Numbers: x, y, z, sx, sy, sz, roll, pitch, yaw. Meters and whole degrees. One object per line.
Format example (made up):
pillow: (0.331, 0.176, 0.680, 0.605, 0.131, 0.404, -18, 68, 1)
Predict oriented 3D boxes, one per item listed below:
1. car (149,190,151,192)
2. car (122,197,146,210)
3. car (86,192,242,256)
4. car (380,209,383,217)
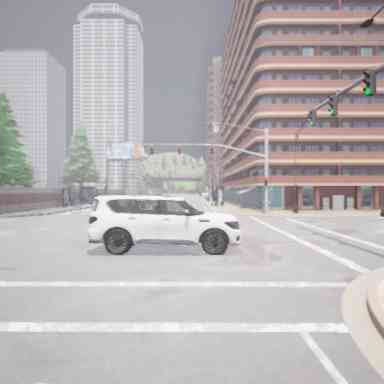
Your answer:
car: (-7.000, 1.055, 59.690, 2.097, 1.767, 4.553, 0, 0, 0)
car: (-7.058, 1.342, 41.339, 2.033, 1.411, 5.357, 0, 0, 0)
car: (-0.995, 1.143, 12.281, 5.566, 2.045, 2.150, 1, 0, 0)
car: (16.905, 1.366, 25.216, 5.357, 1.411, 2.033, 0, 0, -20)
